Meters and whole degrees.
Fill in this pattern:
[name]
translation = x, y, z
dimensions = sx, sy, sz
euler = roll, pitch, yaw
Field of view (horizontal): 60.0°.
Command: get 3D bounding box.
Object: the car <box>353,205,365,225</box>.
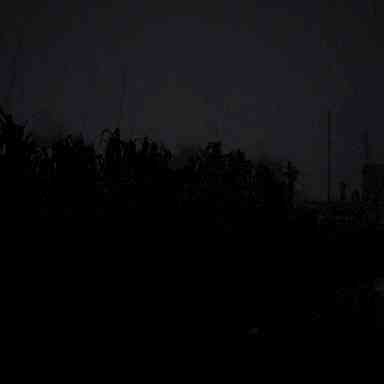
[car]
translation = 13.032, 1.312, 21.449
dimensions = 2.097, 1.767, 4.553
euler = 0, 0, -36
